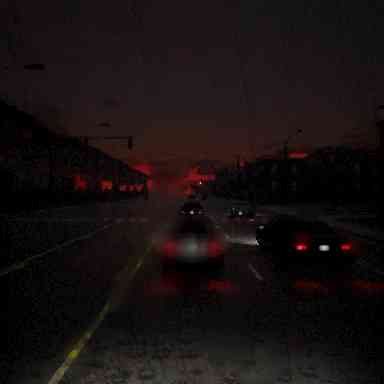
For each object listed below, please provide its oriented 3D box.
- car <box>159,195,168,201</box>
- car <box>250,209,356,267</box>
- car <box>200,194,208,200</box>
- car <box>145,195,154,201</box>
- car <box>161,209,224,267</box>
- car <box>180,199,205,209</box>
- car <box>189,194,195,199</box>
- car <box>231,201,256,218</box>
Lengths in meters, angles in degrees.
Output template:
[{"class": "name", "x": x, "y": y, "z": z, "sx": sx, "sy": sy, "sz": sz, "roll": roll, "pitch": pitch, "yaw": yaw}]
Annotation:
[{"class": "car", "x": -6.991, "y": 1.474, "z": 81.980, "sx": 1.895, "sy": 1.301, "sz": 4.718, "roll": 0, "pitch": 0, "yaw": 0}, {"class": "car", "x": 3.524, "y": 1.531, "z": 11.330, "sx": 2.033, "sy": 1.411, "sz": 5.357, "roll": 0, "pitch": 0, "yaw": 0}, {"class": "car", "x": 3.510, "y": 1.382, "z": 92.685, "sx": 2.128, "sy": 1.511, "sz": 4.902, "roll": 0, "pitch": 0, "yaw": 0}, {"class": "car", "x": -10.491, "y": 1.357, "z": 82.013, "sx": 1.882, "sy": 1.535, "sz": 5.008, "roll": 0, "pitch": 0, "yaw": 0}, {"class": "car", "x": 0.025, "y": 1.531, "z": 11.336, "sx": 2.033, "sy": 1.411, "sz": 5.357, "roll": 0, "pitch": 0, "yaw": 0}, {"class": "car", "x": 0.027, "y": 1.509, "z": 26.297, "sx": 2.033, "sy": 1.411, "sz": 5.357, "roll": 0, "pitch": 0, "yaw": 1}, {"class": "car", "x": 0.010, "y": 1.357, "z": 92.676, "sx": 1.837, "sy": 1.490, "sz": 4.892, "roll": 0, "pitch": 0, "yaw": 0}, {"class": "car", "x": 4.547, "y": 1.482, "z": 29.104, "sx": 1.812, "sy": 1.442, "sz": 4.674, "roll": 0, "pitch": 0, "yaw": 16}]
